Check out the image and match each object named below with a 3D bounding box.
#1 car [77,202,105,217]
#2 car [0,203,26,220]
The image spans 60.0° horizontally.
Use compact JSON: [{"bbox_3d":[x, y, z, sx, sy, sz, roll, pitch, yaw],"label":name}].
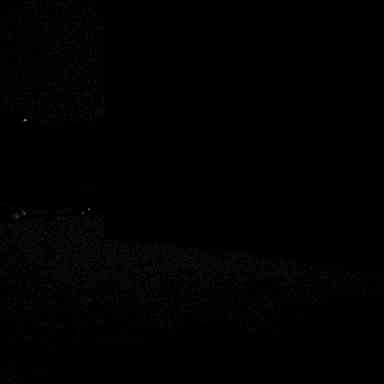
[{"bbox_3d":[-8.237,1.572,30.878,1.895,1.301,4.718,0,0,35],"label":"car"},{"bbox_3d":[-15.140,1.543,25.551,2.008,1.369,4.403,0,0,35],"label":"car"}]
